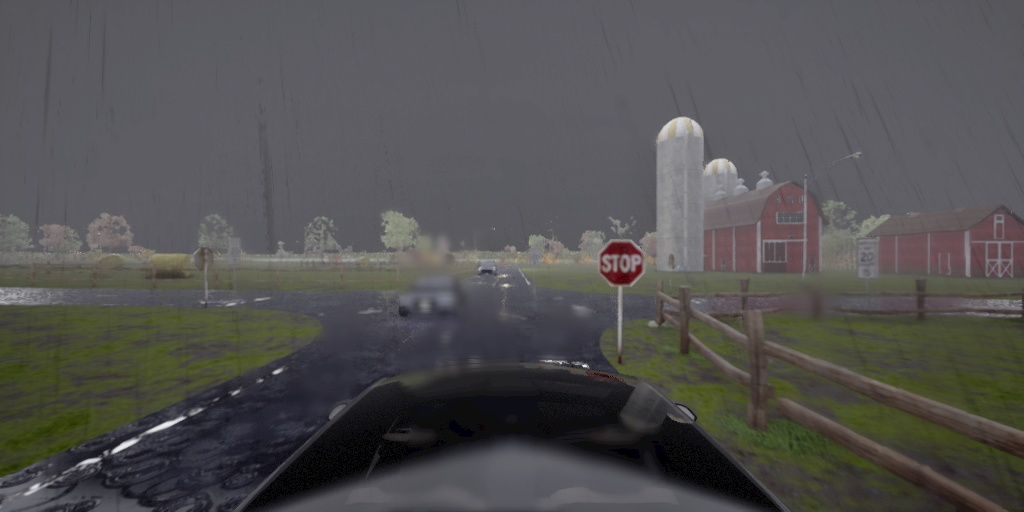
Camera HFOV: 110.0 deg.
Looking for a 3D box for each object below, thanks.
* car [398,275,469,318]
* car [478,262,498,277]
[{"bbox_3d":[-2.751,1.418,13.389,1.994,1.385,4.181,0,0,0],"label":"car"},{"bbox_3d":[-2.763,1.427,41.592,2.097,1.767,4.553,0,-1,0],"label":"car"}]
